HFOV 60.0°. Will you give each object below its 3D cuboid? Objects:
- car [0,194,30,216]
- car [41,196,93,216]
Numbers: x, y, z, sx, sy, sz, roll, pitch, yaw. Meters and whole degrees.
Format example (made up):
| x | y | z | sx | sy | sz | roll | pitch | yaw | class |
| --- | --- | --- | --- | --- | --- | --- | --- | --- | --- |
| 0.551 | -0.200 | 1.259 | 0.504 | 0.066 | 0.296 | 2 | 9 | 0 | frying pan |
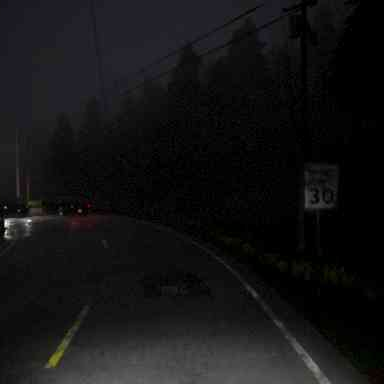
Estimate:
| x | y | z | sx | sy | sz | roll | pitch | yaw | class |
| --- | --- | --- | --- | --- | --- | --- | --- | --- | --- |
| -13.010 | 0.903 | 22.721 | 4.674 | 1.442 | 1.812 | 1 | 2 | 35 | car |
| -9.119 | 0.941 | 23.956 | 4.718 | 1.301 | 1.895 | 2 | 2 | 45 | car |
